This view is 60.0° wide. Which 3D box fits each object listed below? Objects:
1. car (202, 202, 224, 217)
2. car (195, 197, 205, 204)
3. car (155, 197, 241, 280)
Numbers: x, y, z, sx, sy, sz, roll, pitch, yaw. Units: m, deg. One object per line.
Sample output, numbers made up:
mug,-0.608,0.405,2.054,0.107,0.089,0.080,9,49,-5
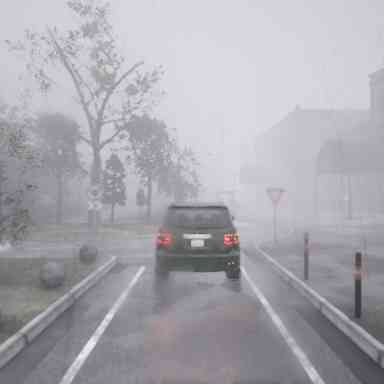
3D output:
car,2.525,2.164,42.101,2.128,1.511,4.902,0,0,-4
car,1.935,1.963,77.578,2.128,1.511,4.902,0,0,4
car,0.192,1.301,10.310,2.150,2.045,5.566,0,-1,1
